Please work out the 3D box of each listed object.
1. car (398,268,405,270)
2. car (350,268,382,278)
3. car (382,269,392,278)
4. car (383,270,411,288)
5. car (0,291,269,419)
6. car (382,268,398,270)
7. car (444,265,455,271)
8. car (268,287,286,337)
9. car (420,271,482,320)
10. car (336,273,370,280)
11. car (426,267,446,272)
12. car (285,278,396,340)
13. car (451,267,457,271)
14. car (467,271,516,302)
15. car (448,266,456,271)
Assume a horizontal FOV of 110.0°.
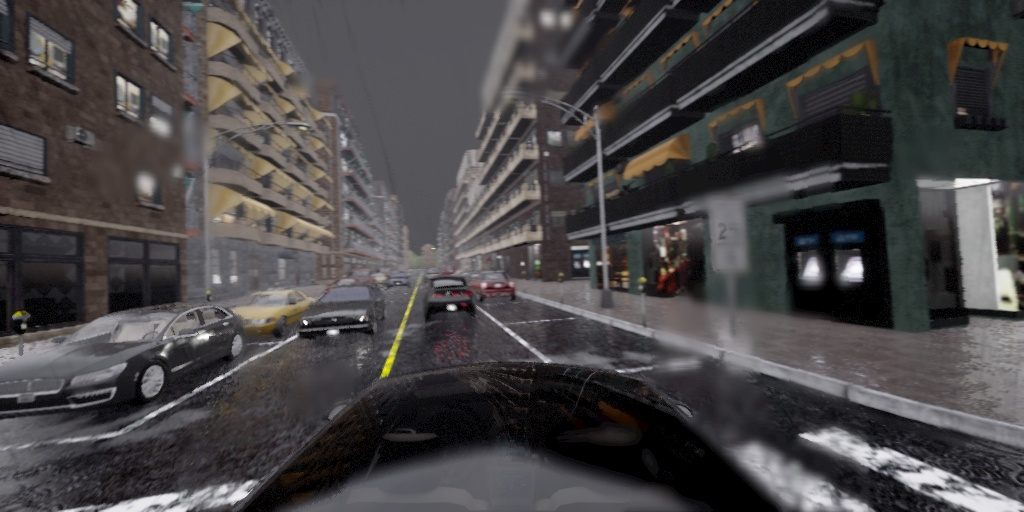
[{"bbox_3d":[-19.761,3.142,60.724,1.948,1.339,4.313,0,0,-14],"label":"car"},{"bbox_3d":[-11.882,1.986,28.271,2.192,1.841,5.009,0,0,-14],"label":"car"},{"bbox_3d":[-14.468,2.497,38.923,1.751,1.417,4.829,0,0,-14],"label":"car"},{"bbox_3d":[-10.408,2.262,33.179,1.994,1.385,4.181,-2,-1,-13],"label":"car"},{"bbox_3d":[-6.628,1.623,6.636,2.007,1.370,4.403,0,0,-14],"label":"car"},{"bbox_3d":[-15.822,2.437,44.497,2.192,1.841,5.009,0,0,-14],"label":"car"},{"bbox_3d":[-8.989,2.292,51.857,2.192,1.841,5.009,0,0,-14],"label":"car"},{"bbox_3d":[-7.902,1.747,11.880,1.751,1.417,4.829,0,0,-14],"label":"car"},{"bbox_3d":[-2.613,1.553,14.482,1.837,1.490,4.892,-2,-1,-14],"label":"car"},{"bbox_3d":[-10.569,2.066,22.863,1.888,1.381,4.507,0,0,-14],"label":"car"},{"bbox_3d":[-8.871,2.253,40.120,2.128,1.511,4.902,-2,-1,-13],"label":"car"},{"bbox_3d":[-5.260,1.657,11.861,2.033,1.411,5.357,-2,-1,-14],"label":"car"},{"bbox_3d":[-3.736,1.925,30.223,2.007,1.370,4.403,0,0,-14],"label":"car"},{"bbox_3d":[-1.110,1.515,19.405,1.967,1.591,4.097,0,0,-14],"label":"car"},{"bbox_3d":[-5.090,2.051,35.796,1.751,1.417,4.829,0,0,-14],"label":"car"}]
